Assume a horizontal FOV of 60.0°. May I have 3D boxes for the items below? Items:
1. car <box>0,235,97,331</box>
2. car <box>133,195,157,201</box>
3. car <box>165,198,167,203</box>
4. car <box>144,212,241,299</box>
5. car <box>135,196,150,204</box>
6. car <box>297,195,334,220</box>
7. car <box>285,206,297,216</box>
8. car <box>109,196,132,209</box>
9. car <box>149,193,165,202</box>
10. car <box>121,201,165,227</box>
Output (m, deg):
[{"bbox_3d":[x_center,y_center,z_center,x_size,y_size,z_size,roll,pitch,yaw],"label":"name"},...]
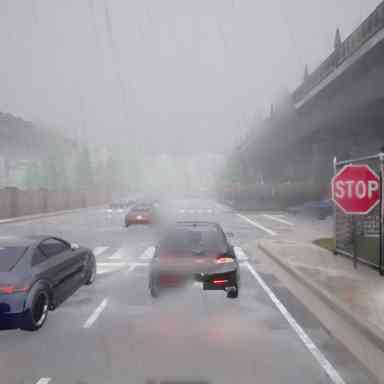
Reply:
[{"bbox_3d":[-3.413,1.564,6.842,1.994,1.385,4.181,0,0,0],"label":"car"},{"bbox_3d":[-6.466,1.505,46.015,1.837,1.490,4.892,0,0,1],"label":"car"},{"bbox_3d":[-6.113,1.564,65.842,1.994,1.385,4.181,0,0,2],"label":"car"},{"bbox_3d":[0.060,1.492,8.464,2.128,1.511,4.902,0,0,0],"label":"car"},{"bbox_3d":[-9.627,1.547,65.299,2.033,1.411,5.357,0,0,1],"label":"car"},{"bbox_3d":[12.017,1.222,27.456,5.566,2.045,2.150,0,0,0],"label":"car"},{"bbox_3d":[11.544,1.547,30.957,5.357,1.411,2.033,0,0,0],"label":"car"},{"bbox_3d":[-9.971,1.505,45.697,1.837,1.490,4.892,0,0,1],"label":"car"},{"bbox_3d":[-6.314,1.221,55.868,2.150,2.045,5.566,0,0,1],"label":"car"},{"bbox_3d":[-3.270,1.565,22.846,1.994,1.385,4.181,0,0,1],"label":"car"}]
